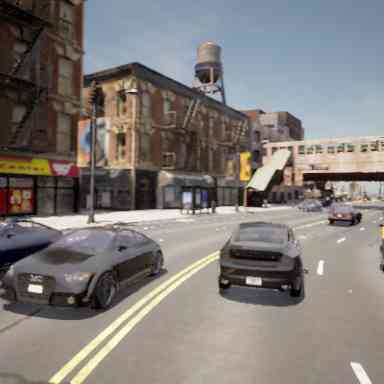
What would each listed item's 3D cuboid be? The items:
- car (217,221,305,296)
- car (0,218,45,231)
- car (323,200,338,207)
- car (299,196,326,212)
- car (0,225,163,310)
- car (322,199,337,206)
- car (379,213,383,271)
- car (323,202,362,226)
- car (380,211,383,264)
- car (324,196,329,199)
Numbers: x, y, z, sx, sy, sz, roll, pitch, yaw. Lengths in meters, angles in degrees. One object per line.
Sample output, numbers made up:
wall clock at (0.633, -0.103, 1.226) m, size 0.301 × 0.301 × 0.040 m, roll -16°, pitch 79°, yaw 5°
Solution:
car at (1.980, 1.555, 8.996) m, size 1.837 × 1.490 × 4.892 m, roll 1°, pitch 0°, yaw 18°
car at (-5.374, 1.448, 9.219) m, size 1.994 × 1.385 × 4.181 m, roll 1°, pitch 0°, yaw 17°
car at (28.221, 2.274, 67.910) m, size 1.895 × 1.301 × 4.718 m, roll 1°, pitch 0°, yaw 34°
car at (15.947, 1.739, 44.689) m, size 2.097 × 1.767 × 4.553 m, roll 1°, pitch 0°, yaw 35°
car at (-2.194, 1.519, 7.744) m, size 1.994 × 1.385 × 4.181 m, roll 1°, pitch 0°, yaw 16°
car at (18.741, 1.997, 42.596) m, size 2.033 × 1.411 × 5.357 m, roll 1°, pitch 0°, yaw 35°
car at (6.199, 1.496, 8.309) m, size 2.097 × 1.767 × 4.553 m, roll 1°, pitch 0°, yaw 20°
car at (12.386, 1.844, 26.802) m, size 2.033 × 1.411 × 5.357 m, roll 1°, pitch 0°, yaw 35°
car at (8.405, 1.653, 12.985) m, size 1.801 × 1.575 × 5.366 m, roll 1°, pitch 0°, yaw 30°
car at (24.081, 1.811, 61.787) m, size 2.435 × 2.045 × 5.566 m, roll 1°, pitch 0°, yaw 34°
